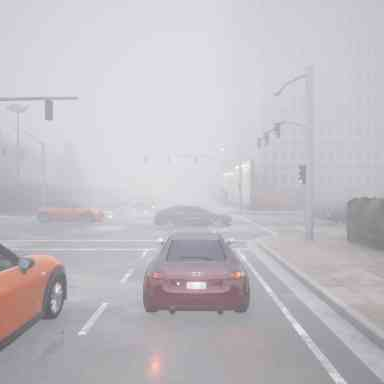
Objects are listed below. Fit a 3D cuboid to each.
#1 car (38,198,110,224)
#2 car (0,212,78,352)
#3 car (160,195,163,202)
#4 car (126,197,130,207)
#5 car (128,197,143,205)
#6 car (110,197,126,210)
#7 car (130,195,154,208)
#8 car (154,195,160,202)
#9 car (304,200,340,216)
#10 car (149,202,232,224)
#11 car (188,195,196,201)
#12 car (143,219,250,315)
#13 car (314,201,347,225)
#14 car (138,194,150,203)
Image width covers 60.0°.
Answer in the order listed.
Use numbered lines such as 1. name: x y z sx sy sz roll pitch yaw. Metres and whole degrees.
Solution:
1. car: -8.717 1.378 24.210 4.553 1.767 2.097 0 0 0
2. car: -3.434 1.352 4.506 2.097 1.767 4.553 0 0 1
3. car: -6.939 1.352 66.130 2.097 1.767 4.553 0 0 1
4. car: -10.521 1.477 52.659 1.882 1.535 5.008 0 0 0
5. car: -10.476 1.601 61.959 1.895 1.301 4.718 0 0 0
6. car: -10.546 1.491 43.510 2.128 1.511 4.902 0 0 1
7. car: -7.024 1.352 47.109 2.097 1.767 4.553 0 0 0
8. car: -7.009 1.505 56.052 1.837 1.490 4.892 0 0 0
9. car: 13.134 1.547 31.430 4.902 1.511 2.128 0 0 0
10. car: 0.062 1.538 20.720 4.892 1.490 1.837 0 0 0
11. car: 0.110 1.552 84.594 1.994 1.385 4.181 0 0 0
12. car: 0.087 1.564 7.680 1.994 1.385 4.181 0 0 0
13. car: 12.132 1.603 24.230 5.357 1.411 2.033 0 0 0
14. car: -10.406 1.355 72.289 2.097 1.767 4.553 0 0 0
